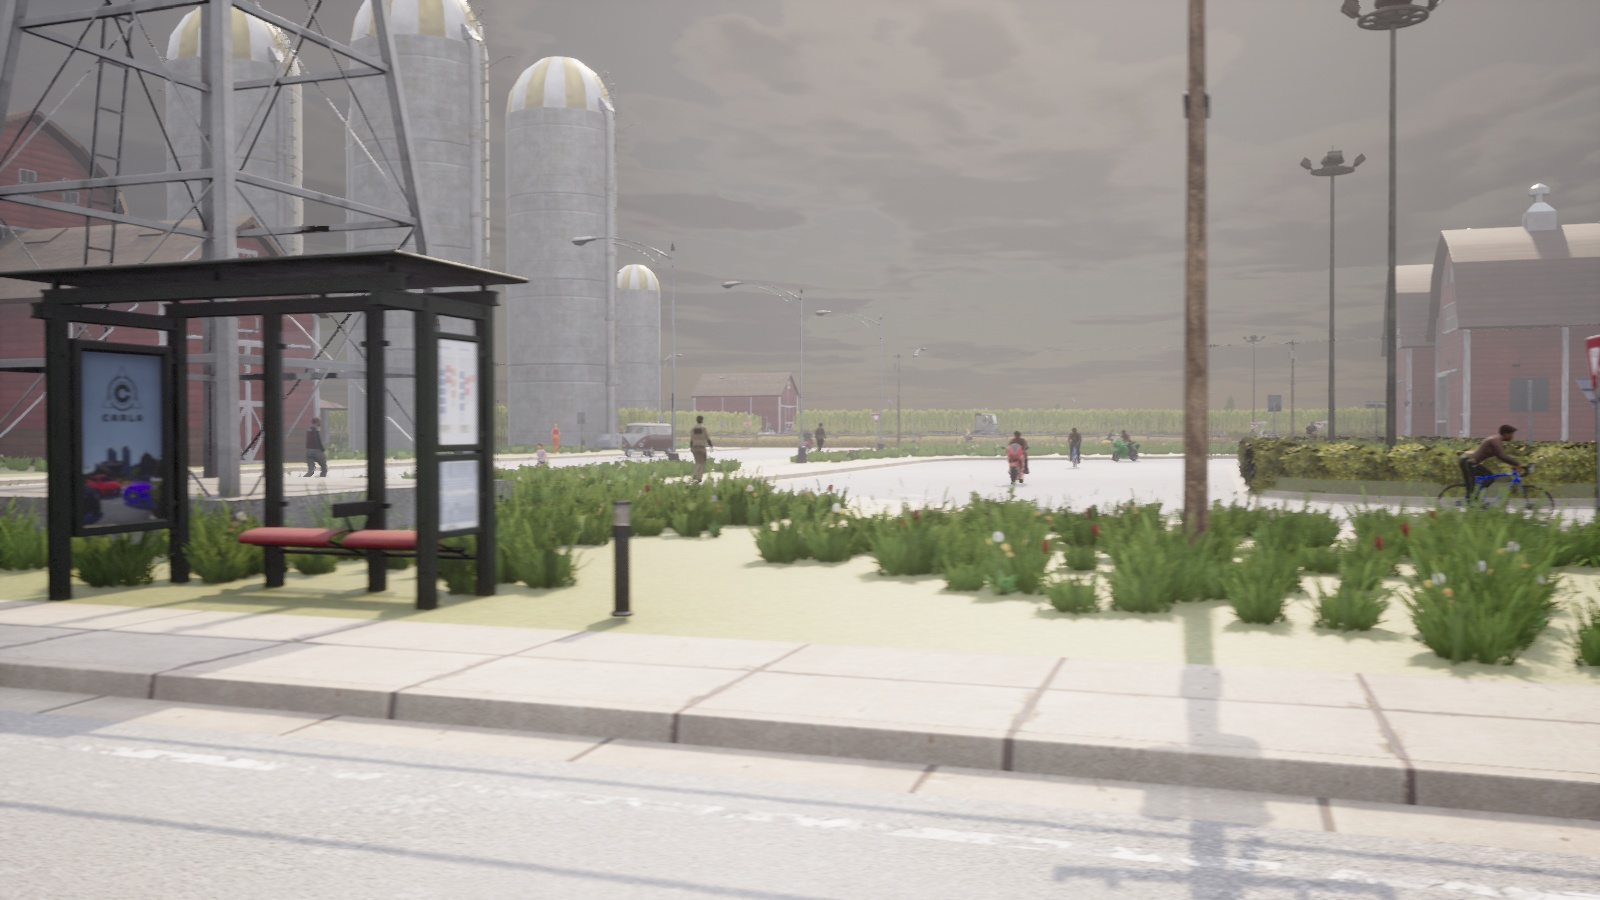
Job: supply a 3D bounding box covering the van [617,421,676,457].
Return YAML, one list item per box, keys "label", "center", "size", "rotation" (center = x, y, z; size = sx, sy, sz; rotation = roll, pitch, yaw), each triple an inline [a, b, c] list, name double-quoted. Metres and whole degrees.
- label: "van"
  center: [-8.939, -0.657, 73.432]
  size: [1.775, 1.987, 4.442]
  rotation: [1, 1, 18]

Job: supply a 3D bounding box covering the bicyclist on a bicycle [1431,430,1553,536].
- label: "bicyclist on a bicycle"
  center: [10.980, 0.503, 19.981]
  size: [1.656, 1.620, 0.582]
  rotation: [1, 1, 27]

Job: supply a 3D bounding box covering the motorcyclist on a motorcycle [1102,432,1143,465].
- label: "motorcyclist on a motorcycle"
  center: [15.118, -0.082, 58.889]
  size: [2.044, 1.523, 0.797]
  rotation: [-1, 2, -41]

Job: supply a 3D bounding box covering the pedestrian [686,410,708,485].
- label: "pedestrian"
  center: [-2.707, -0.070, 33.073]
  size: [0.396, 1.930, 0.692]
  rotation: [0, 1, 11]

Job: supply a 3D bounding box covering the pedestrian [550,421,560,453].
- label: "pedestrian"
  center: [-14.279, -0.776, 73.200]
  size: [0.345, 1.836, 0.594]
  rotation: [0, 1, 7]

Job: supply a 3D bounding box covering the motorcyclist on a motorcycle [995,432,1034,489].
- label: "motorcyclist on a motorcycle"
  center: [5.977, 0.267, 34.917]
  size: [0.797, 1.523, 2.044]
  rotation: [1, 1, 18]

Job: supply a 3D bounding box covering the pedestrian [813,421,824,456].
- label: "pedestrian"
  center: [0.978, -0.576, 65.250]
  size: [0.328, 1.805, 0.869]
  rotation: [1, 1, 17]
